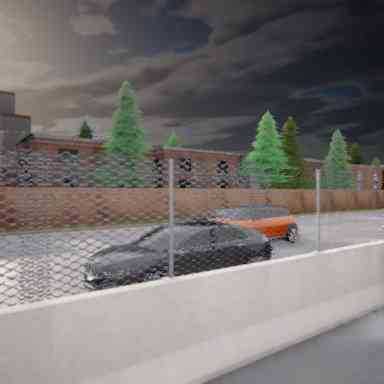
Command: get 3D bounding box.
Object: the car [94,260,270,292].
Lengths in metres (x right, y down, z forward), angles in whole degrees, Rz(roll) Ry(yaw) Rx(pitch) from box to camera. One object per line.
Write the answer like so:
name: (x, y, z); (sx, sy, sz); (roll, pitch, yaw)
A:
car: (-0.127, 1.511, 8.211); (4.892, 1.490, 1.837); (0, 0, -36)
